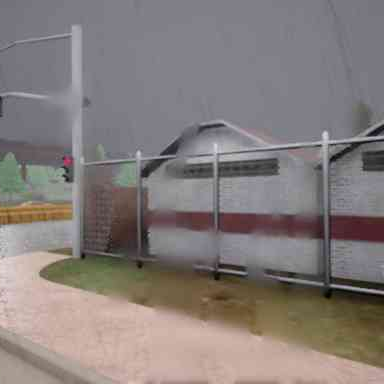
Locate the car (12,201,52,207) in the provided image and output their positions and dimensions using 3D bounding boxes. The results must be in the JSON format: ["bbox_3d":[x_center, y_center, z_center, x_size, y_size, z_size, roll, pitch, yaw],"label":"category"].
[{"bbox_3d":[-19.464,1.883,40.177,1.882,1.535,5.008,-1,0,34],"label":"car"}]
